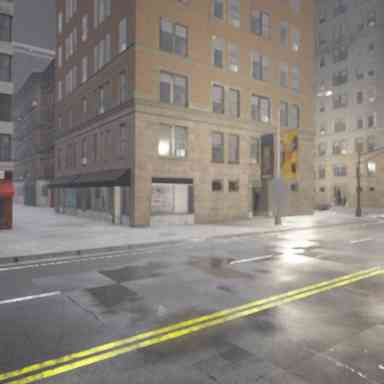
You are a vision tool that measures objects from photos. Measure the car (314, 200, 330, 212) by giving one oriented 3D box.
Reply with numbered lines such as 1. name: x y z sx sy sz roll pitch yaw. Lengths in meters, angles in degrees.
1. car: 13.993 1.589 39.264 1.994 1.385 4.181 0 0 -37
